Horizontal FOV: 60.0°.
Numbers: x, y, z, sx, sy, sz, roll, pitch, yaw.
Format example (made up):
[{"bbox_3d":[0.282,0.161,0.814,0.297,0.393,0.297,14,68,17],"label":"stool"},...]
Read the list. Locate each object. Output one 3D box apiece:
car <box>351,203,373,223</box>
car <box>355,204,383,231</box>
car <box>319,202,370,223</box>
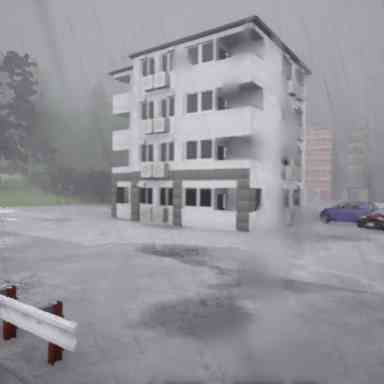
[{"bbox_3d":[12.256,1.650,19.764,4.974,1.542,2.038,1,1,-25],"label":"car"},{"bbox_3d":[12.211,1.492,19.741,4.536,1.218,1.853,1,1,-25],"label":"car"},{"bbox_3d":[10.181,1.359,21.664,1.845,1.501,3.633,0,1,-43],"label":"car"}]
